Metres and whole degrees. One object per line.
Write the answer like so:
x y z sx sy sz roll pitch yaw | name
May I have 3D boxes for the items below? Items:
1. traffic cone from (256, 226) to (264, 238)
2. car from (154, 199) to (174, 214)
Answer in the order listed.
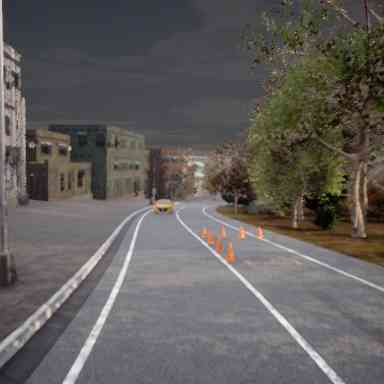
3.638 2.134 17.859 0.340 0.580 0.340 1 0 -6 | traffic cone
-3.079 1.576 36.973 1.882 1.535 5.008 1 0 -2 | car
